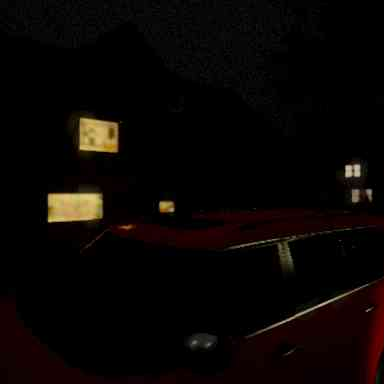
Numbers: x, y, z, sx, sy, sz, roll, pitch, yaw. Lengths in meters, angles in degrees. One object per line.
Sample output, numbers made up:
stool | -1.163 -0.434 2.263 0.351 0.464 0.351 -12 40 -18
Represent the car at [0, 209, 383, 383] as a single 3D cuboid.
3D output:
car | 0.058 1.228 3.007 5.566 2.045 2.150 0 0 -37
